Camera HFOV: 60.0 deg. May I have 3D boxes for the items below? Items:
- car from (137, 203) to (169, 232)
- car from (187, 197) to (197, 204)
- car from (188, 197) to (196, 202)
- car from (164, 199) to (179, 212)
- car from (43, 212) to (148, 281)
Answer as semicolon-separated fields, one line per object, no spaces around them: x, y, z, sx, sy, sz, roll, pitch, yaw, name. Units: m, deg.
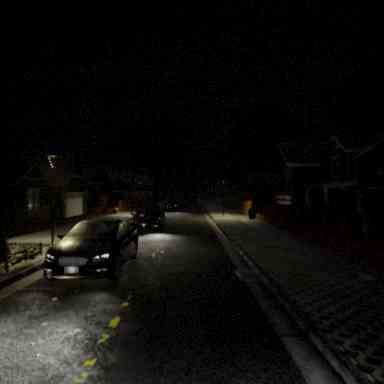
-2.796;1.707;21.782;1.837;1.490;4.892;0;-1;0;car
0.017;1.953;75.431;1.837;1.490;4.892;0;0;0;car
0.020;1.983;85.884;1.895;1.301;4.718;0;0;0;car
-2.739;1.760;45.324;1.837;1.490;4.892;0;0;0;car
-2.838;1.596;10.301;2.128;1.511;4.902;0;-1;0;car
